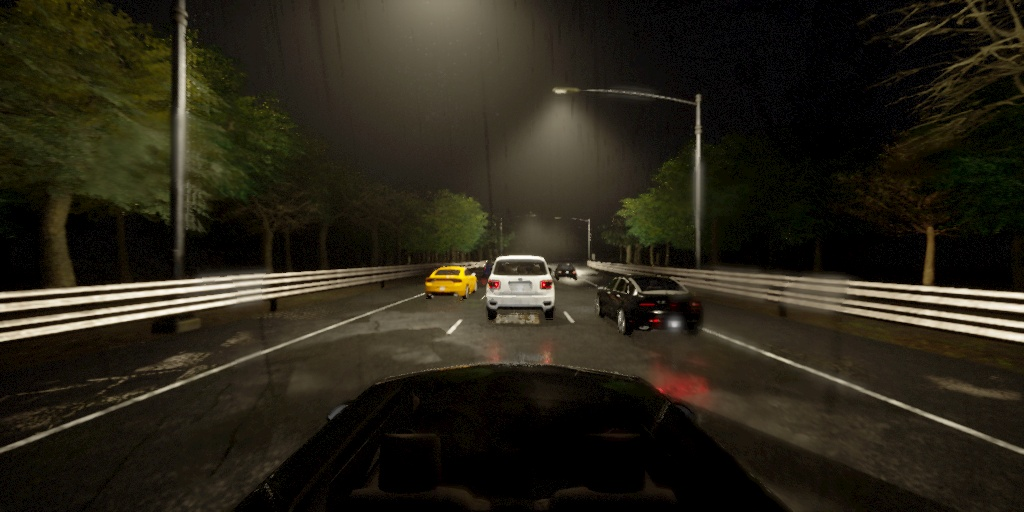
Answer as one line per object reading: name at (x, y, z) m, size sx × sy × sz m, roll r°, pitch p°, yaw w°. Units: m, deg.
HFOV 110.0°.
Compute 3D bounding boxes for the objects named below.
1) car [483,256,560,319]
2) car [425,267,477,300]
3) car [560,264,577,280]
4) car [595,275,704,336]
car at (0.313, 1.025, 13.217) m, size 2.150 × 2.045 × 5.566 m, roll 0°, pitch 0°, yaw 2°
car at (-2.993, 1.301, 18.419) m, size 1.882 × 1.535 × 5.008 m, roll 0°, pitch 0°, yaw 2°
car at (4.928, 1.447, 33.275) m, size 2.033 × 1.411 × 5.357 m, roll 0°, pitch 0°, yaw 5°
car at (3.745, 1.299, 10.552) m, size 1.837 × 1.490 × 4.892 m, roll 0°, pitch 0°, yaw 1°
